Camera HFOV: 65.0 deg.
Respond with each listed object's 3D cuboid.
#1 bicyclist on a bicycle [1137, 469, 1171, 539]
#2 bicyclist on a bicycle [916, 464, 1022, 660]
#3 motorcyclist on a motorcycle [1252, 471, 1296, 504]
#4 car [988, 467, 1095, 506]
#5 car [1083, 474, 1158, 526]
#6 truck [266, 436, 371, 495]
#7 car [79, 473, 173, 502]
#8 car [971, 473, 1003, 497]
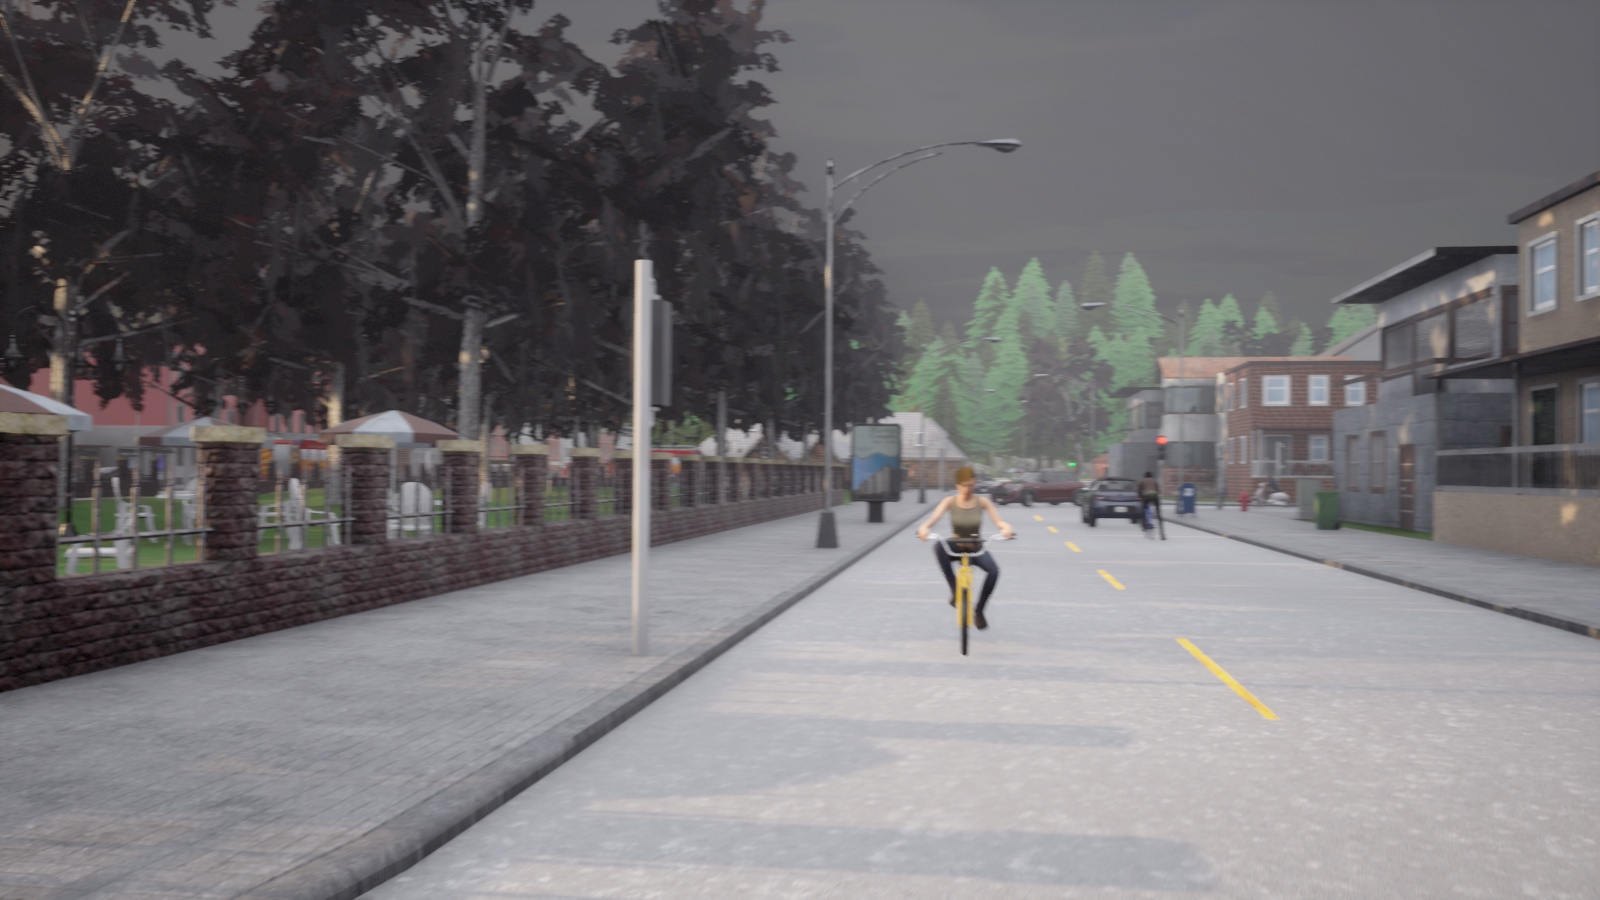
[{"bbox_3d":[8.403,1.271,29.856,0.582,1.620,1.656,0,-1,9],"label":"bicyclist on a bicycle"},{"bbox_3d":[1.511,0.940,11.159,0.866,1.612,1.509,0,-1,8],"label":"bicyclist on a bicycle"},{"bbox_3d":[22.483,1.773,59.623,1.817,1.590,0.866,0,-1,9],"label":"motorcyclist on a motorcycle"},{"bbox_3d":[11.243,1.658,58.372,4.553,1.767,2.097,1,-1,-28],"label":"car"},{"bbox_3d":[9.649,1.471,38.076,1.816,1.474,4.193,0,-1,9],"label":"car"},{"bbox_3d":[-32.909,1.108,86.185,2.891,3.827,8.468,0,-1,9],"label":"truck"},{"bbox_3d":[-35.834,1.952,66.902,1.837,1.490,4.892,0,-1,9],"label":"car"},{"bbox_3d":[11.808,2.168,79.386,1.816,1.474,4.193,0,-1,6],"label":"car"}]
